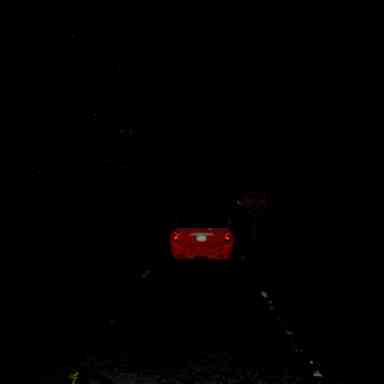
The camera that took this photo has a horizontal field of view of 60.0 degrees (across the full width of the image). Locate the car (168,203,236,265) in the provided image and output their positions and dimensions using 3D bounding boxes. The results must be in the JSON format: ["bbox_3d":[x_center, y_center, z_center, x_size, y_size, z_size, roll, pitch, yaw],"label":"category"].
[{"bbox_3d":[0.416,1.441,12.222,2.097,1.767,4.553,0,0,3],"label":"car"}]

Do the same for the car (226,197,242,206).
[{"bbox_3d":[7.727,1.943,64.108,2.128,1.511,4.902,0,0,14],"label":"car"}]

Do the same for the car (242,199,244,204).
[{"bbox_3d":[10.442,1.960,74.994,1.837,1.490,4.892,0,0,16],"label":"car"}]
